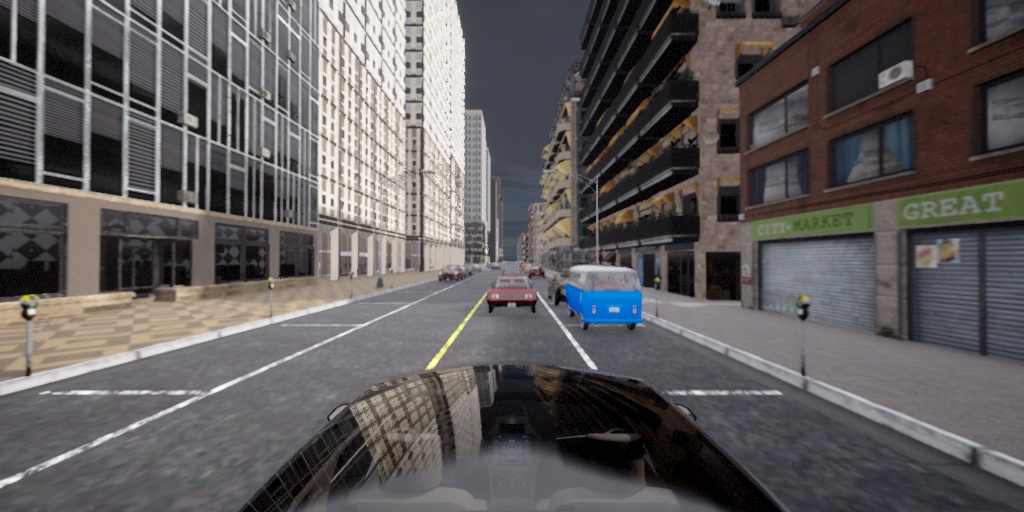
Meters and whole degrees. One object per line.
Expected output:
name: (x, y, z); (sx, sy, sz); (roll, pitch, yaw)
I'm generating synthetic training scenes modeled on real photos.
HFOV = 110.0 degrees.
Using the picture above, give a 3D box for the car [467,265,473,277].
car: (-5.705, 1.757, 39.503); (1.802, 1.307, 4.207); (0, 0, 0)

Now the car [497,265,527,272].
car: (0.008, 1.670, 30.074); (1.895, 1.301, 4.718); (0, -1, 0)

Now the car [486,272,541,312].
car: (0.014, 1.502, 15.076); (1.895, 1.301, 4.718); (0, -1, 0)

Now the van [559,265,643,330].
van: (2.686, 1.198, 11.264); (1.690, 1.789, 3.998); (0, 0, 0)

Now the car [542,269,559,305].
car: (2.684, 1.487, 16.913); (1.948, 1.339, 4.313); (0, 0, 0)

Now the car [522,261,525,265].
car: (2.671, 1.829, 50.972); (1.751, 1.417, 4.829); (0, 0, 0)

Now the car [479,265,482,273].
car: (-5.711, 1.951, 56.448); (1.802, 1.307, 4.207); (0, 0, 0)

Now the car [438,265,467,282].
car: (-5.703, 1.551, 33.855); (1.967, 1.591, 4.097); (0, 0, 0)

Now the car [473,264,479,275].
car: (-5.707, 1.805, 45.152); (1.948, 1.339, 4.313); (0, 0, 0)

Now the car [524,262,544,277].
car: (2.675, 1.720, 39.505); (1.888, 1.381, 4.507); (0, 0, 0)
